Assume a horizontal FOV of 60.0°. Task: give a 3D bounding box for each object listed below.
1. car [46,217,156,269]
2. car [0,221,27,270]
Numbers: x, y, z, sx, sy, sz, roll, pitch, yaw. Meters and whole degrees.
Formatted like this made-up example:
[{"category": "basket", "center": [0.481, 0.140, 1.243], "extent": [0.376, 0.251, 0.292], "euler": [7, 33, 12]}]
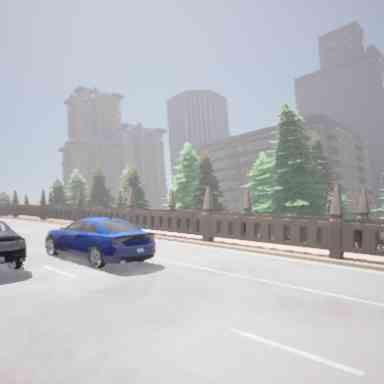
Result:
[{"category": "car", "center": [-3.433, 1.647, 11.949], "extent": [5.008, 1.535, 1.882], "euler": [0, -1, 42]}, {"category": "car", "center": [-6.859, 1.561, 10.322], "extent": [4.902, 1.511, 2.128], "euler": [0, -1, 42]}]
